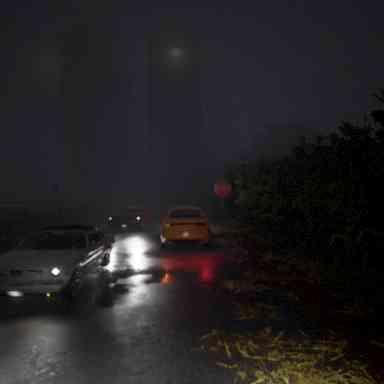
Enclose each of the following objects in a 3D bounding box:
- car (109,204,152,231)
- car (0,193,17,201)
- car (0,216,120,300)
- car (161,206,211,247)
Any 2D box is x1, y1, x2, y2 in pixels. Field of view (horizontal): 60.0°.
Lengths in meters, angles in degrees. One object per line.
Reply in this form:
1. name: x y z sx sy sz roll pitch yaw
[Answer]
1. car: -3.507 1.412 19.315 1.895 1.301 4.718 -1 1 -1
2. car: -38.253 0.981 66.100 4.611 1.667 2.242 -1 1 -2
3. car: -3.326 1.558 8.382 1.895 1.301 4.718 -1 1 -1
4. car: -0.263 1.336 14.335 1.882 1.535 5.008 -1 1 -1
